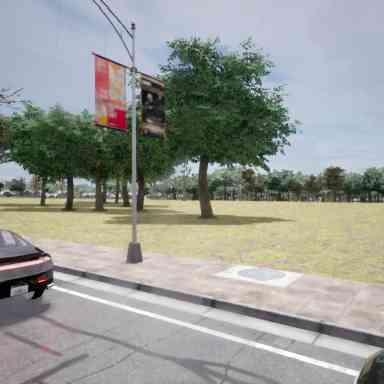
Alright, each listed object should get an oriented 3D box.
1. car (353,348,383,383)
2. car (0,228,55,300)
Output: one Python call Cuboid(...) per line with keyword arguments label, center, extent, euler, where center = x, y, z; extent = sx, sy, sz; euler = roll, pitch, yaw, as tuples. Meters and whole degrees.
Cuboid(label="car", center=(3.298, 1.493, 1.322), extent=(4.902, 1.511, 2.128), euler=(0, 0, 36))
Cuboid(label="car", center=(-4.974, 1.515, 7.209), extent=(4.902, 1.511, 2.128), euler=(0, 0, 36))
